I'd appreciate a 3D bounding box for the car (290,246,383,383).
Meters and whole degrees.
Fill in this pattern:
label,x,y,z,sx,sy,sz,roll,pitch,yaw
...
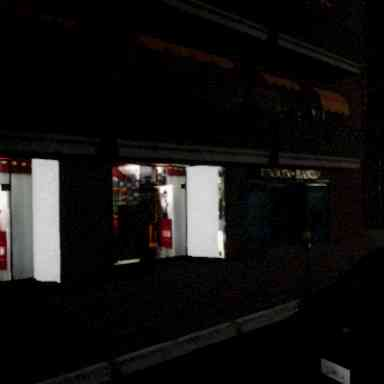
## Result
label,x,y,z,sx,sy,sz,roll,pitch,yaw
car,3.284,1.491,4.762,4.313,1.339,1.947,-1,1,-35
